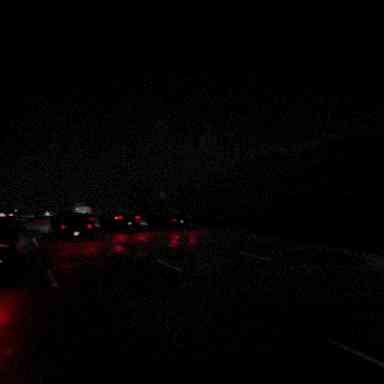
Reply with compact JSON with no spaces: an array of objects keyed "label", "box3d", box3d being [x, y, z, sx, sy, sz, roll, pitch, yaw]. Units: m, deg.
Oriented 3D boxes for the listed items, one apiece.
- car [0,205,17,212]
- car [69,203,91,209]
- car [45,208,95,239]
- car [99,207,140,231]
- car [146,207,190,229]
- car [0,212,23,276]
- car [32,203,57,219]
[{"label":"car","box3d":[-15.413,1.798,27.116,2.033,1.411,5.357,0,-1,-28]},{"label":"car","box3d":[-12.047,1.875,35.640,1.812,1.442,4.674,0,-1,-28]},{"label":"car","box3d":[-6.800,1.782,18.500,1.895,1.301,4.718,0,-1,-28]},{"label":"car","box3d":[-4.905,1.753,22.375,1.812,1.442,4.674,0,-1,-28]},{"label":"car","box3d":[-1.754,1.777,23.903,1.812,1.442,4.674,0,-1,-28]},{"label":"car","box3d":[-6.314,1.586,10.111,2.128,1.511,4.902,0,-1,-28]},{"label":"car","box3d":[-14.417,1.812,32.672,1.837,1.490,4.892,0,-2,-28]}]
